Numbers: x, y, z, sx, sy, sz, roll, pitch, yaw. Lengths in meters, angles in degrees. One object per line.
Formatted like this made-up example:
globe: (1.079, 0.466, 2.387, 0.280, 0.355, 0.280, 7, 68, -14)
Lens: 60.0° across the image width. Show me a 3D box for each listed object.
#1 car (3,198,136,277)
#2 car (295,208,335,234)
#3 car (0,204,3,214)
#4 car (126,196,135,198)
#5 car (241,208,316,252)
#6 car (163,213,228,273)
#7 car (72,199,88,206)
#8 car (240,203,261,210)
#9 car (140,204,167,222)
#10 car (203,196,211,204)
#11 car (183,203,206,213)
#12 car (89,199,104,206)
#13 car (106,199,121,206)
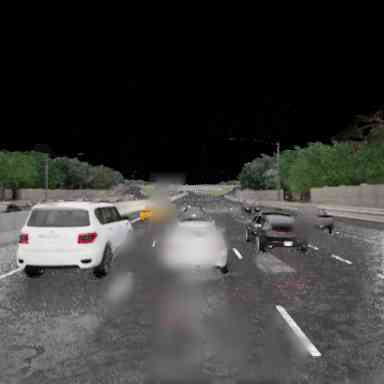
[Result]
car: (-3.386, 1.333, 10.745, 2.150, 2.045, 5.566, 0, -1, 0)
car: (7.137, 1.716, 20.717, 2.128, 1.511, 4.902, 0, -1, 0)
car: (-17.493, 1.857, 30.791, 1.812, 1.442, 4.674, 0, -1, 0)
car: (-13.471, 1.966, 72.137, 2.150, 2.045, 5.566, 0, -1, 1)
car: (3.522, 1.661, 14.566, 1.837, 1.490, 4.892, 0, -1, 0)
car: (0.115, 1.641, 10.940, 1.812, 1.442, 4.674, 0, -1, 0)
car: (-23.981, 2.257, 71.490, 1.812, 1.442, 4.674, 0, -1, 1)
car: (7.282, 2.059, 41.898, 1.895, 1.301, 4.718, 0, -1, 0)
car: (-3.310, 1.796, 29.303, 1.882, 1.535, 5.008, 0, -1, 0)
car: (4.340, 2.480, 90.740, 1.812, 1.442, 4.674, 0, 0, 1)
car: (0.186, 1.875, 28.531, 1.994, 1.385, 4.181, 0, -1, 0)
car: (-20.482, 2.286, 71.437, 1.994, 1.385, 4.181, 0, -1, 1)
car: (-16.970, 2.218, 72.217, 1.882, 1.535, 5.008, 0, -1, 1)
